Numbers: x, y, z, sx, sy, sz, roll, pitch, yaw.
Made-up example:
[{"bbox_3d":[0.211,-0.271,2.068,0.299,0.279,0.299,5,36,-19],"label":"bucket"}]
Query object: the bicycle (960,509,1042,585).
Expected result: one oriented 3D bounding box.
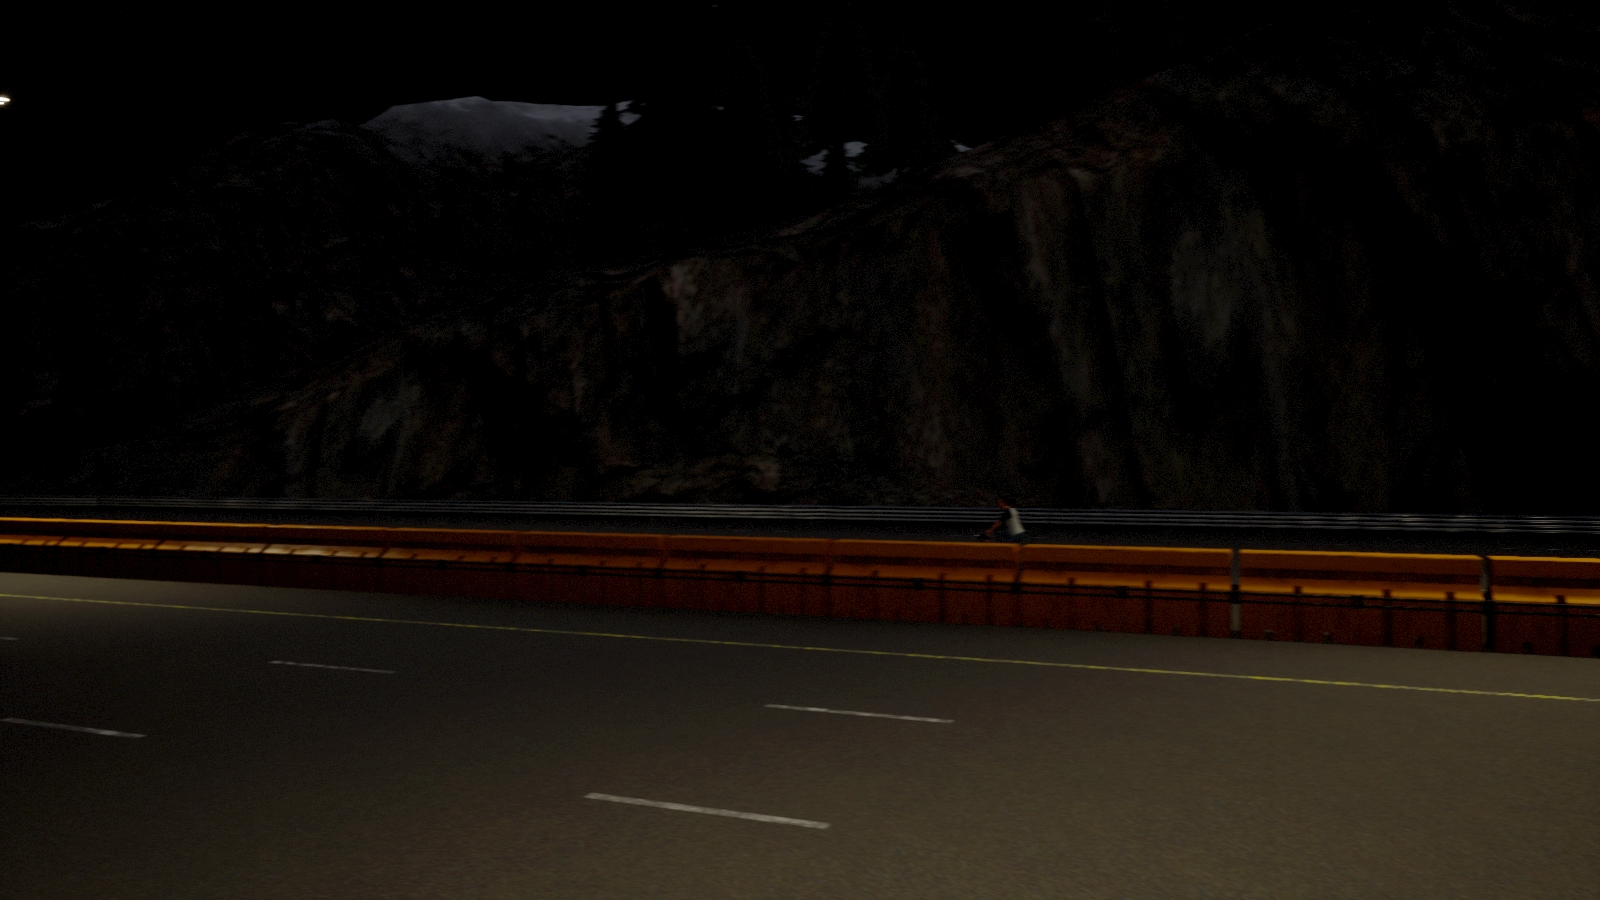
[{"bbox_3d":[4.198,2.013,23.903,1.643,1.514,0.373,-1,0,23],"label":"bicycle"}]
